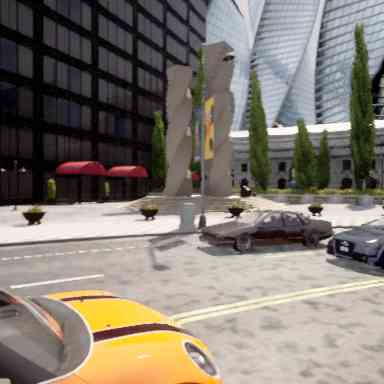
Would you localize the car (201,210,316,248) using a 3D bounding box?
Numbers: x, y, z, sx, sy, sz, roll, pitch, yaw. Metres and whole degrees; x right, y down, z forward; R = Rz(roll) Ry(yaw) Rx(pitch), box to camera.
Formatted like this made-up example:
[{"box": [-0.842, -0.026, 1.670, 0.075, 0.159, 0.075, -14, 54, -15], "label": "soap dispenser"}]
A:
[{"box": [3.007, 1.425, 12.983, 5.357, 1.411, 2.033, 0, 1, -22], "label": "car"}]

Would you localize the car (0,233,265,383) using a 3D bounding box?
[{"box": [-1.905, 1.318, 2.172, 4.553, 1.767, 2.097, 0, 1, -36], "label": "car"}]

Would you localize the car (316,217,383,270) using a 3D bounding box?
[{"box": [6.355, 1.483, 10.320, 4.181, 1.385, 1.994, 0, 1, -17], "label": "car"}]
